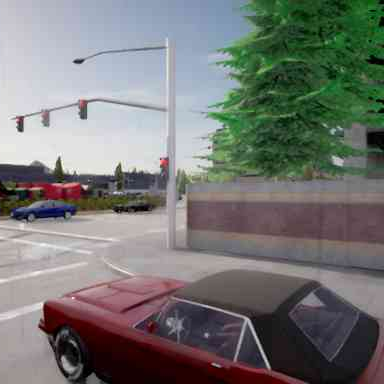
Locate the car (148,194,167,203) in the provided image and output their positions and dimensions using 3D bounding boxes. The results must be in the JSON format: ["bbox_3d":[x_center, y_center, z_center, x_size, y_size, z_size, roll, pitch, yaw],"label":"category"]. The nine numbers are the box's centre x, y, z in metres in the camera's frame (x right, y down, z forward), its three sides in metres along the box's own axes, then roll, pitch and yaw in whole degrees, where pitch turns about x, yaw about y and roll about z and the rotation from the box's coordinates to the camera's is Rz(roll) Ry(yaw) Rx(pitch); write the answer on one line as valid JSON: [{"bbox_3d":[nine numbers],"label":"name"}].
[{"bbox_3d":[-7.689,1.172,69.419,4.605,1.855,1.932,0,0,35],"label":"car"}]

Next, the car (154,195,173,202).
[{"bbox_3d":[-6.174,1.383,71.634,3.905,1.438,1.784,0,0,35],"label":"car"}]

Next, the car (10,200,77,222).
[{"bbox_3d":[-11.560,1.432,26.158,1.882,1.535,5.008,0,0,35],"label":"car"}]

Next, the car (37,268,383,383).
[{"bbox_3d":[0.306,1.602,3.765,4.718,1.301,1.895,0,0,36],"label":"car"}]

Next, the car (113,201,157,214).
[{"bbox_3d":[-5.840,1.555,34.300,1.895,1.301,4.718,0,0,35],"label":"car"}]

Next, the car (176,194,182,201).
[{"bbox_3d":[-4.494,1.414,73.992,3.806,1.475,1.970,0,0,35],"label":"car"}]
